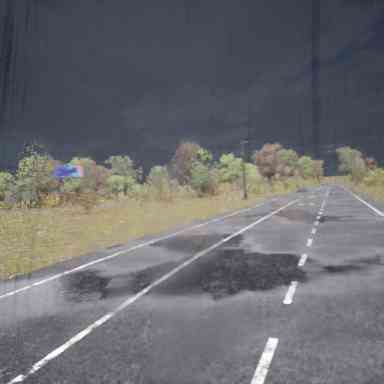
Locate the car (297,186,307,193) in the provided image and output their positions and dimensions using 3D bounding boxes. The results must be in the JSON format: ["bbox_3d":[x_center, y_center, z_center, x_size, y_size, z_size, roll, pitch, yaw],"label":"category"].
[{"bbox_3d":[23.956,-0.544,72.260,1.994,1.385,4.181,-4,0,23],"label":"car"}]
